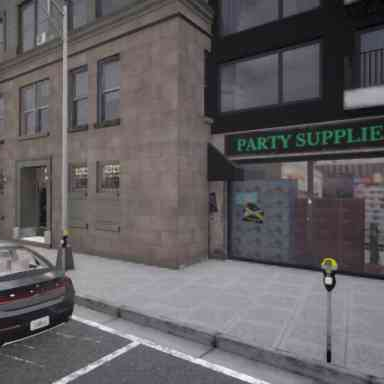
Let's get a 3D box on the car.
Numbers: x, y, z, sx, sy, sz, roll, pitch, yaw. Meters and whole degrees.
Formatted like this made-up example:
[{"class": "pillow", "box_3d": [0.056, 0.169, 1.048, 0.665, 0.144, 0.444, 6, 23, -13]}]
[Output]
[{"class": "car", "box_3d": [-3.853, 1.551, 5.788, 4.403, 1.369, 2.008, 0, 0, 35]}]
